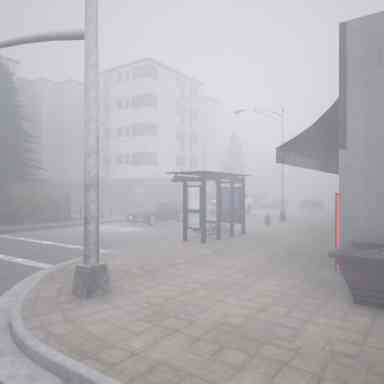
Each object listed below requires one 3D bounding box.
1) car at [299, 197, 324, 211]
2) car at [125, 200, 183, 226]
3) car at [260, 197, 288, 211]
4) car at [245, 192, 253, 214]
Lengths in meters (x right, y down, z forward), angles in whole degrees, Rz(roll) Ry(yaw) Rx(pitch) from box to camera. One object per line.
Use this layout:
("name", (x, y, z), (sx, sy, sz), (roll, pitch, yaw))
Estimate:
("car", (13.761, 1.329, 38.183), (1.837, 1.490, 4.892), (0, 0, 36))
("car", (-2.296, 1.328, 22.154), (1.837, 1.490, 4.892), (0, 0, 36))
("car", (9.530, 1.301, 38.553), (1.882, 1.535, 5.008), (0, 0, 36))
("car", (3.589, 1.045, 30.337), (2.150, 2.045, 5.566), (0, 0, 36))
